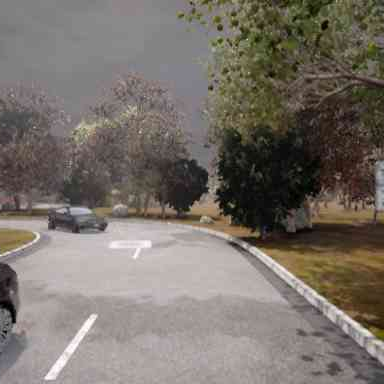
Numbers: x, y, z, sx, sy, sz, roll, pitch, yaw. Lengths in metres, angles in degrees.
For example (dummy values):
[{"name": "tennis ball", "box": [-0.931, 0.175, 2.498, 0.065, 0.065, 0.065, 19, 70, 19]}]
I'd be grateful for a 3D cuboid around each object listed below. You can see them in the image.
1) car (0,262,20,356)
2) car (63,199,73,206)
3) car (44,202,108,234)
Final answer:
[{"name": "car", "box": [-3.432, 1.491, 3.051, 2.128, 1.511, 4.902, 0, 0, -2]}, {"name": "car", "box": [-27.992, 2.381, 74.878, 2.033, 1.411, 5.357, 0, -1, -21]}, {"name": "car", "box": [-6.741, 1.527, 19.324, 4.674, 1.442, 1.812, 0, -1, 43]}]
